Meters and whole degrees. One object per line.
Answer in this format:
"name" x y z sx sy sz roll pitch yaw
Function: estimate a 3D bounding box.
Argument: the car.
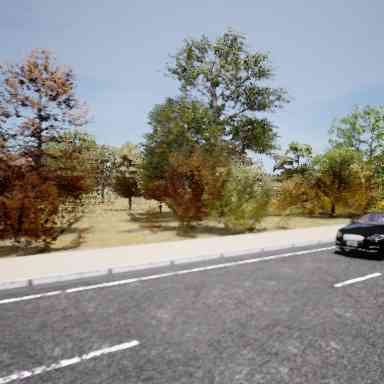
"car" 7.483 1.497 12.729 4.902 1.511 2.128 0 0 -34
